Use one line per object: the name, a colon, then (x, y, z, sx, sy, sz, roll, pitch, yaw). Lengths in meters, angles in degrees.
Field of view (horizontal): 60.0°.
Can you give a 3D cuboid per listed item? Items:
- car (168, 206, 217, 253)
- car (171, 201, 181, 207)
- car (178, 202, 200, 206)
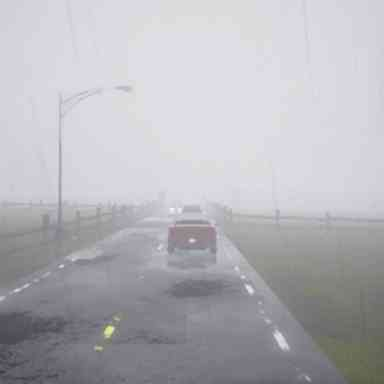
car: (0.015, 1.615, 14.467, 1.882, 1.535, 5.008, 0, 0, 0)
car: (-2.711, 2.185, 59.641, 1.895, 1.301, 4.718, 0, -1, 0)
car: (0.024, 1.787, 29.301, 1.837, 1.490, 4.892, 0, 0, 0)
